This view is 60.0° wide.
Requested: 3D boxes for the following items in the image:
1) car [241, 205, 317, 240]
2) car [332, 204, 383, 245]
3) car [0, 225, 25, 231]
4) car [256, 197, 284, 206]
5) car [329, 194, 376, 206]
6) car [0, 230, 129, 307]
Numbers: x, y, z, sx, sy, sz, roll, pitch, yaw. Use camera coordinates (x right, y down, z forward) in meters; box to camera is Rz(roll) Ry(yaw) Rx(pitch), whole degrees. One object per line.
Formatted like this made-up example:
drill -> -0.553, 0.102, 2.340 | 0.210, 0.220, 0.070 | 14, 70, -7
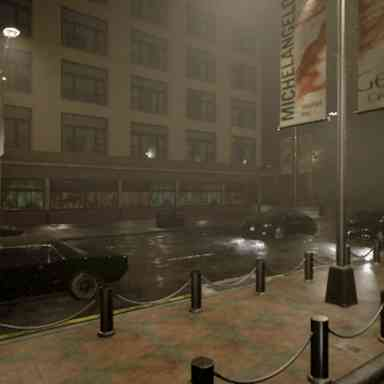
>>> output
car -> 4.509, 1.587, 17.107 | 4.181, 1.385, 1.994 | 0, 0, -36
car -> 8.703, 1.534, 15.816 | 4.892, 1.490, 1.837 | 1, 0, -36
car -> -7.031, 1.490, 8.817 | 4.902, 1.511, 2.128 | 0, 0, -35
car -> 12.604, 1.564, 54.143 | 2.128, 1.511, 4.902 | 0, 0, -36
car -> 20.767, 1.297, 43.237 | 2.150, 2.045, 5.566 | 0, 0, -42
car -> -3.820, 1.602, 6.789 | 4.718, 1.301, 1.895 | 0, 0, -36
